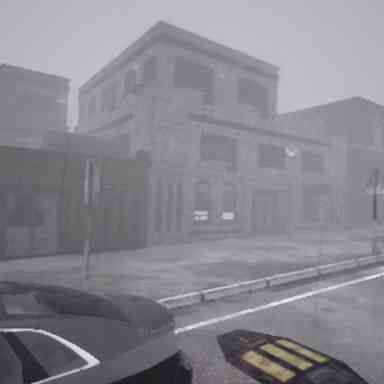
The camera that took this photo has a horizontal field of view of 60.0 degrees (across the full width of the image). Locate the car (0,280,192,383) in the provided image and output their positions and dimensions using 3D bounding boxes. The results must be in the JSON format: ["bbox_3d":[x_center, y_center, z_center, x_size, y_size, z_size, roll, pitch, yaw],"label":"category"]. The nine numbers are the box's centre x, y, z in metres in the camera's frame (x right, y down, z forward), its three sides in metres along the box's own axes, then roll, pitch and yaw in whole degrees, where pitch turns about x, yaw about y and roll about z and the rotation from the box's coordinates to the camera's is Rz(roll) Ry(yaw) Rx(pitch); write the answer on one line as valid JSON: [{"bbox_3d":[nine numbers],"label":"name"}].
[{"bbox_3d":[-2.279,1.504,2.058,4.892,1.490,1.837,0,0,-36],"label":"car"}]
